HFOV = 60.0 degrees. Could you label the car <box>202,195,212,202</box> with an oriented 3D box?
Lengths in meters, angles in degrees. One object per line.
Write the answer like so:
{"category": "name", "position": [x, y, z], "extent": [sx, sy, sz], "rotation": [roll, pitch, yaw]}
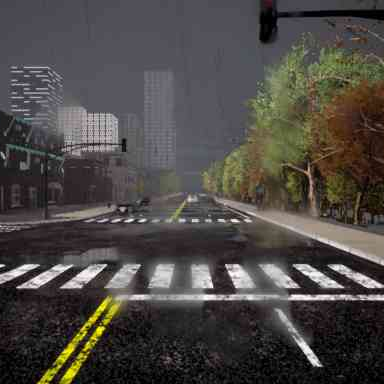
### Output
{"category": "car", "position": [3.328, 1.510, 74.397], "extent": [2.033, 1.411, 5.357], "rotation": [0, 0, 0]}

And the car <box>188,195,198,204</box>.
{"category": "car", "position": [0.153, 1.501, 64.624], "extent": [1.812, 1.442, 4.674], "rotation": [0, 0, 0]}

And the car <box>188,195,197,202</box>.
{"category": "car", "position": [0.085, 1.447, 74.818], "extent": [1.882, 1.535, 5.008], "rotation": [0, 0, 0]}

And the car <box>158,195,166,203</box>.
{"category": "car", "position": [-6.435, 1.355, 68.279], "extent": [2.097, 1.767, 4.553], "rotation": [0, 0, 0]}

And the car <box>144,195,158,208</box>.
{"category": "car", "position": [-6.548, 1.485, 48.903], "extent": [1.837, 1.490, 4.892], "rotation": [0, 1, 0]}

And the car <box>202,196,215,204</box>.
{"category": "car", "position": [3.410, 1.523, 63.743], "extent": [2.033, 1.411, 5.357], "rotation": [0, 0, 0]}

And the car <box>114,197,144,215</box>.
{"category": "car", "position": [-6.568, 1.481, 33.982], "extent": [2.128, 1.511, 4.902], "rotation": [0, 0, 0]}
